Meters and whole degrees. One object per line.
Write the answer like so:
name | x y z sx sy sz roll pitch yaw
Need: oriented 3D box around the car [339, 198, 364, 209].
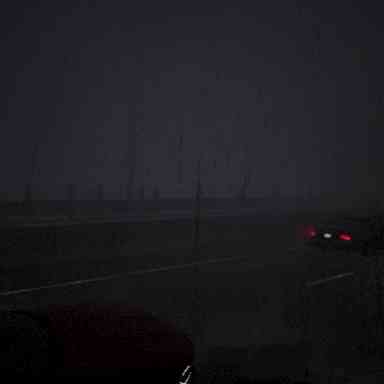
car | 19.552 1.509 39.768 4.902 1.511 2.128 0 0 -36

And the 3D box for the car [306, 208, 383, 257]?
car | 6.702 1.553 12.932 5.357 1.411 2.033 0 0 -36

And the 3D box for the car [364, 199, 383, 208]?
car | 21.507 1.493 36.864 5.008 1.535 1.882 0 0 -36

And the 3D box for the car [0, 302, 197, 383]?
car | -2.237 1.479 2.180 5.008 1.535 1.882 0 0 -35
